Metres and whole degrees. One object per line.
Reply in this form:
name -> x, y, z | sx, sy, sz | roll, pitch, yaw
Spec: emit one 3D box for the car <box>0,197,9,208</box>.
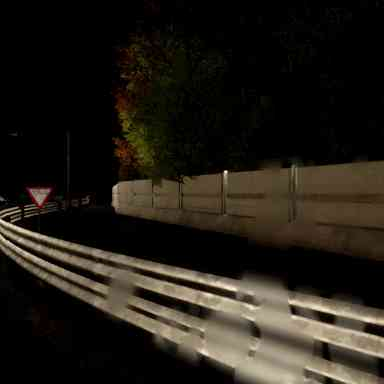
car -> -27.506, 1.490, 47.020 | 2.128, 1.511, 4.902 | 0, 0, -11
